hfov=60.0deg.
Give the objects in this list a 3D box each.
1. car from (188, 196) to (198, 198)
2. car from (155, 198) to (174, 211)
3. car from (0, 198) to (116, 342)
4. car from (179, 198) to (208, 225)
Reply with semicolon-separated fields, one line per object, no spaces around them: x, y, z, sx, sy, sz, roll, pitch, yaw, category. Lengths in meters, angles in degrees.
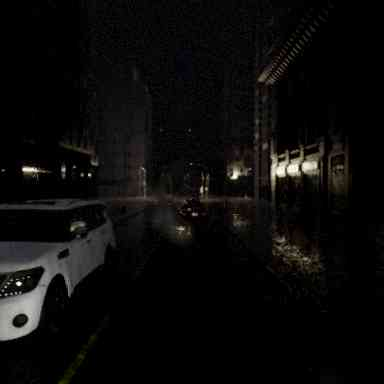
0.122;1.221;44.601;2.128;1.511;4.902;0;0;0;car
-3.074;1.370;37.940;1.895;1.301;4.718;0;0;0;car
-3.089;1.181;6.753;2.150;2.045;5.566;0;0;0;car
0.113;1.408;22.921;2.033;1.411;5.357;0;0;0;car
